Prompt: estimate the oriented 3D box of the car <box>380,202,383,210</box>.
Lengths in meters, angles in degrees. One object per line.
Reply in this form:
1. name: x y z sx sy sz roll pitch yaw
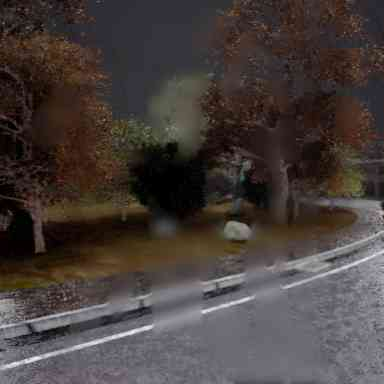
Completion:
1. car: 21.602 1.361 35.234 1.895 1.301 4.718 -2 0 14
